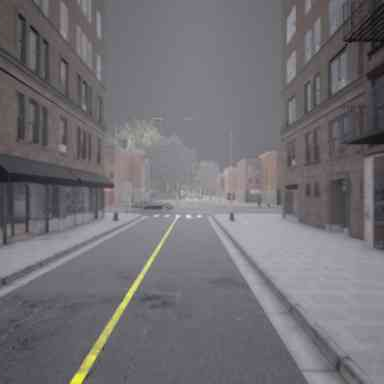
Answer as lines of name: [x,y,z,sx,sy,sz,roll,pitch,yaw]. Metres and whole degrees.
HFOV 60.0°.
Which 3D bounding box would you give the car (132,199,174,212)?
car: [-4.612,1.563,39.106,4.902,1.511,2.128,1,0,0]
